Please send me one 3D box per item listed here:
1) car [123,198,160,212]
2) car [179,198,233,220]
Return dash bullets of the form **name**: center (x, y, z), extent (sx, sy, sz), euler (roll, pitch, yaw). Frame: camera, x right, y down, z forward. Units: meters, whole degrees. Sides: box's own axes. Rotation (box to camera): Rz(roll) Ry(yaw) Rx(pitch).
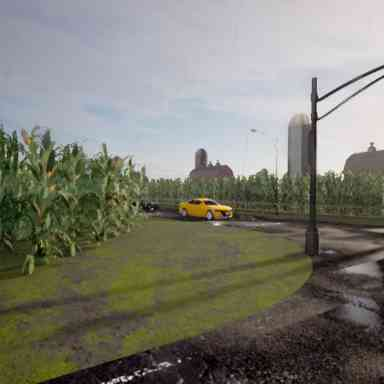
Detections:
- **car**: center (-5.173, 1.317, 33.915), extent (1.895, 1.301, 4.718), euler (1, 0, -38)
- **car**: center (1.008, 1.274, 25.976), extent (1.882, 1.535, 5.008), euler (2, 0, -38)
